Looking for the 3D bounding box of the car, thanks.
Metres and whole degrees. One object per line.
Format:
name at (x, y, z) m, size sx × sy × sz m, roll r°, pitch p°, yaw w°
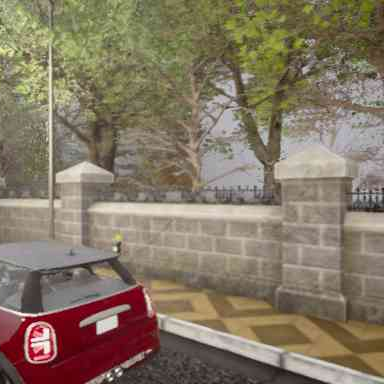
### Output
car at (-2.478, 1.415, 4.647) m, size 4.097 × 1.590 × 1.967 m, roll 0°, pitch 0°, yaw 35°
